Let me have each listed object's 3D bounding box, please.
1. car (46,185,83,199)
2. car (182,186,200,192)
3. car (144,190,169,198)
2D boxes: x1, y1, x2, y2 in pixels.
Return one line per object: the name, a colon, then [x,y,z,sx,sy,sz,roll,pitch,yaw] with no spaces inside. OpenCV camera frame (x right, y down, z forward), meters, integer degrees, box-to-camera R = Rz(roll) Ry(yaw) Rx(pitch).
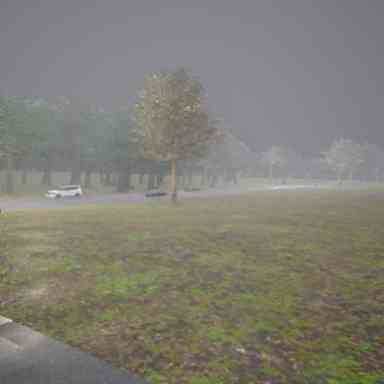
car: [-19.647,0.056,51.372,2.150,2.045,5.566,4,5,35]
car: [-0.105,-0.722,78.654,2.033,1.411,5.357,4,4,35]
car: [-6.078,0.325,58.338,1.895,1.301,4.718,4,4,35]
